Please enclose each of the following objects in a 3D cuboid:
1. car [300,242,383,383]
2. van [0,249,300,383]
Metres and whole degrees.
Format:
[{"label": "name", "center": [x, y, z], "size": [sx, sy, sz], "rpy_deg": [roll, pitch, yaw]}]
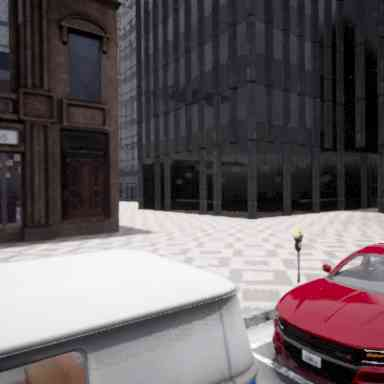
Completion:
[{"label": "car", "center": [3.059, 1.456, 4.774], "size": [4.507, 1.381, 1.887], "rpy_deg": [-1, 1, -36]}, {"label": "van", "center": [-1.493, 1.341, 1.476], "size": [3.998, 1.788, 1.690], "rpy_deg": [-1, 1, -36]}]
